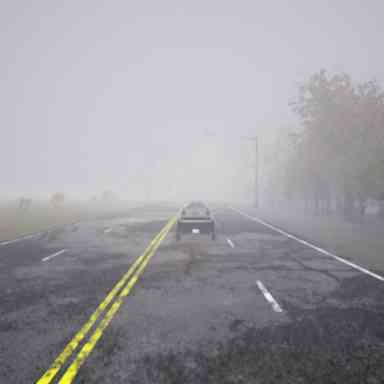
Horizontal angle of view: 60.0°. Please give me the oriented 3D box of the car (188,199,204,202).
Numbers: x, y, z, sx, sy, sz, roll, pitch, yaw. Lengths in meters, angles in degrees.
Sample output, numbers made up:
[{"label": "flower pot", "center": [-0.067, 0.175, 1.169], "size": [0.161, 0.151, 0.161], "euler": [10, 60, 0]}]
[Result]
[{"label": "car", "center": [0.456, 1.473, 37.752], "size": [1.994, 1.385, 4.181], "euler": [0, 0, 1]}]

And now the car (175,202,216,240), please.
[{"label": "car", "center": [0.175, 1.457, 16.640], "size": [2.128, 1.511, 4.902], "euler": [0, 0, 0]}]
